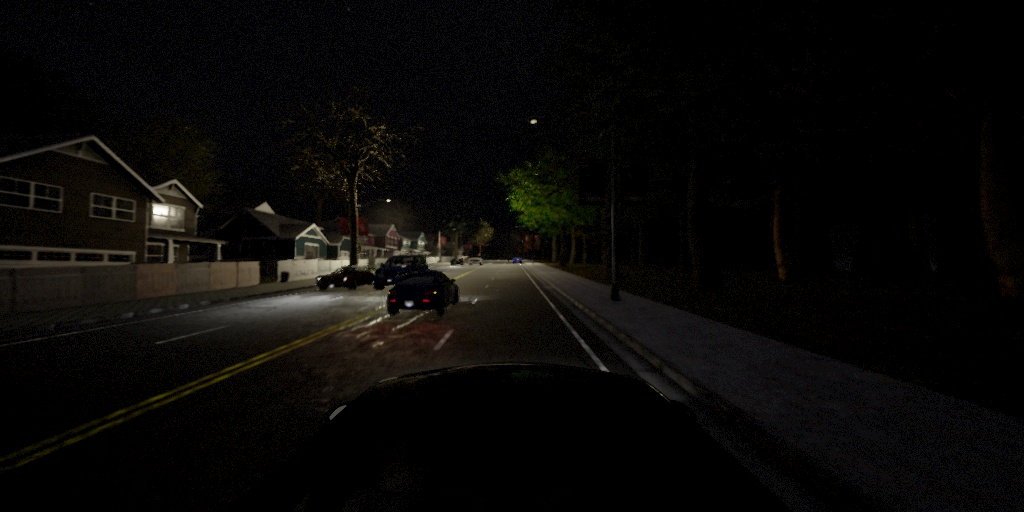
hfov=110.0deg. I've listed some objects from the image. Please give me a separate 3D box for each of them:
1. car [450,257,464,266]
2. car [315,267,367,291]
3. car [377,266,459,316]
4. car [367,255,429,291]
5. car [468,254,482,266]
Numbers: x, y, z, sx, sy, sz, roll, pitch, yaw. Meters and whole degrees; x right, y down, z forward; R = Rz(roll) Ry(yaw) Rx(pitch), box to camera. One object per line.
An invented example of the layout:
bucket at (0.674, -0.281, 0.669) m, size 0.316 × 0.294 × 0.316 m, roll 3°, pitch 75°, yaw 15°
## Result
car at (-9.770, 1.008, 63.987) m, size 2.128 × 1.511 × 4.902 m, roll 0°, pitch 0°, yaw 1°
car at (-9.846, 1.330, 21.787) m, size 1.895 × 1.301 × 4.718 m, roll 0°, pitch 0°, yaw 0°
car at (-3.150, 1.274, 13.283) m, size 1.812 × 1.442 × 4.674 m, roll 0°, pitch 0°, yaw 0°
car at (-6.598, 0.949, 22.036) m, size 2.150 × 2.045 × 5.566 m, roll 0°, pitch 0°, yaw 0°
car at (-6.515, 0.744, 63.882) m, size 2.150 × 2.045 × 5.566 m, roll 0°, pitch 0°, yaw 1°
